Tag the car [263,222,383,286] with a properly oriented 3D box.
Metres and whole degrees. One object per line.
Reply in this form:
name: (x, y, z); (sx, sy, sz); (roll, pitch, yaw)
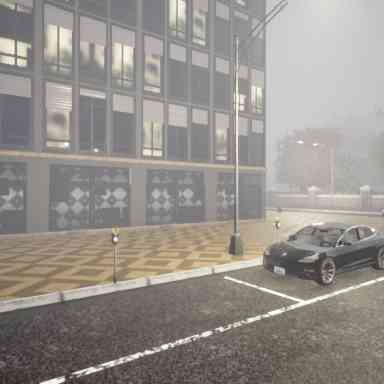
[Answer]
car: (3.930, 1.562, 9.447); (4.313, 1.339, 1.947); (0, 0, -35)
